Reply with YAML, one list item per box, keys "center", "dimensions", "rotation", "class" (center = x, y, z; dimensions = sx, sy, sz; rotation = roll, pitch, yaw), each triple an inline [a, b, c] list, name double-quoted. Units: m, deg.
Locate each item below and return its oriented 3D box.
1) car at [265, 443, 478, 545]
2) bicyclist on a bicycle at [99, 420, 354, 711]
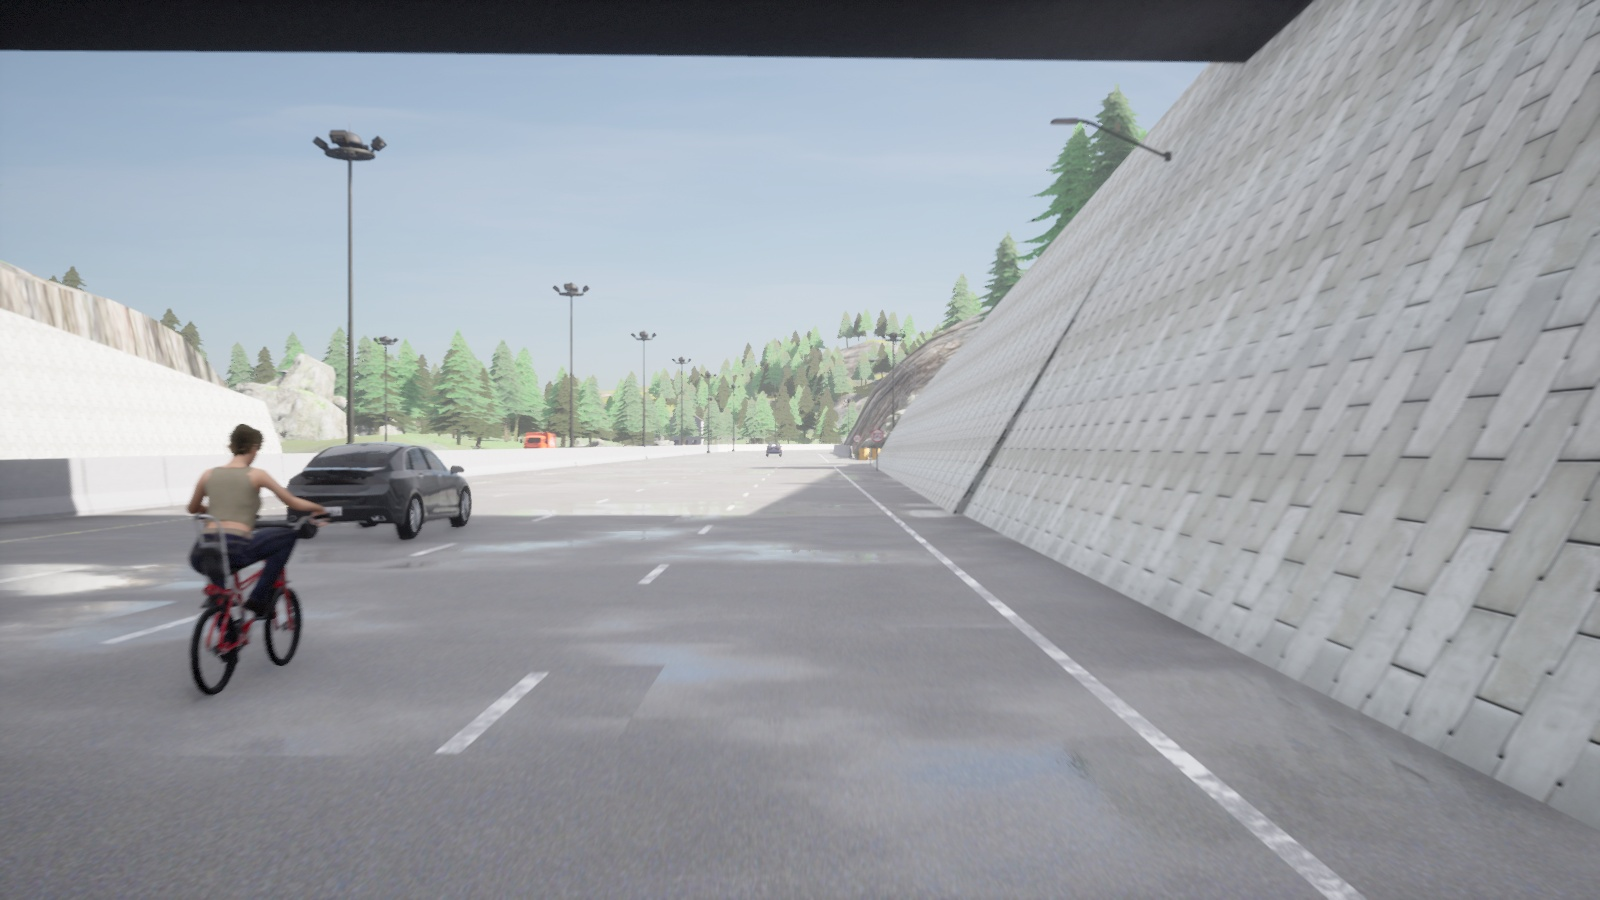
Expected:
- center: [-6.885, 0.630, 20.773]
  dimensions: [1.837, 1.490, 4.892]
  rotation: [0, 0, 0]
  class: "car"
- center: [-3.450, 0.637, 7.725]
  dimensions: [0.866, 1.612, 1.509]
  rotation: [0, 0, 1]
  class: "bicyclist on a bicycle"
